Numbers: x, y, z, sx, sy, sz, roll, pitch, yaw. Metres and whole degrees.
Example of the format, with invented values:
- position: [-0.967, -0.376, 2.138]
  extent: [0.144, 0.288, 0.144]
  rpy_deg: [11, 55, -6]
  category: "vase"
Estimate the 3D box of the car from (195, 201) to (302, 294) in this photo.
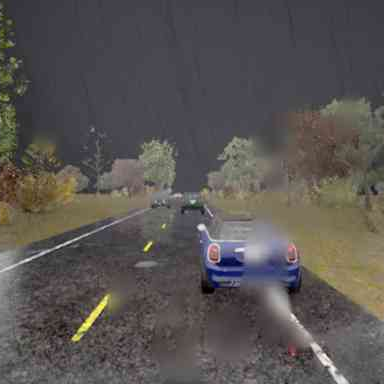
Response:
- position: [1.231, 1.286, 8.780]
  extent: [2.097, 1.767, 4.553]
  rpy_deg: [0, 0, 0]
  category: "car"

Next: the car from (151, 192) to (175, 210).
- position: [-3.571, 0.979, 39.516]
  extent: [2.150, 2.045, 5.566]
  rpy_deg: [0, 0, 0]
  category: "car"

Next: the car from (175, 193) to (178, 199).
- position: [-3.447, 1.056, 83.122]
  extent: [1.882, 1.535, 5.008]
  rpy_deg: [0, 0, 0]
  category: "car"

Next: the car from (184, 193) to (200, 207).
- position: [0.066, 1.083, 45.977]
  extent: [2.097, 1.767, 4.553]
  rpy_deg: [0, 0, 1]
  category: "car"

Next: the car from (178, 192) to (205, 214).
- position: [0.074, 1.013, 32.419]
  extent: [2.150, 2.045, 5.566]
  rpy_deg: [0, 1, 0]
  category: "car"
